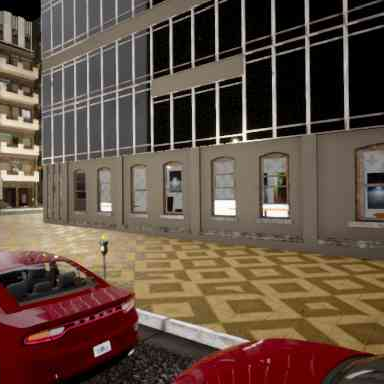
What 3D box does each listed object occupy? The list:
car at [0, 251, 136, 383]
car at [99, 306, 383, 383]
[{"bbox_3d":[-2.774,1.546,4.869,4.507,1.381,1.887,0,-1,36],"label":"car"},{"bbox_3d":[1.796,1.545,1.603,4.507,1.381,1.887,0,-1,36],"label":"car"}]
